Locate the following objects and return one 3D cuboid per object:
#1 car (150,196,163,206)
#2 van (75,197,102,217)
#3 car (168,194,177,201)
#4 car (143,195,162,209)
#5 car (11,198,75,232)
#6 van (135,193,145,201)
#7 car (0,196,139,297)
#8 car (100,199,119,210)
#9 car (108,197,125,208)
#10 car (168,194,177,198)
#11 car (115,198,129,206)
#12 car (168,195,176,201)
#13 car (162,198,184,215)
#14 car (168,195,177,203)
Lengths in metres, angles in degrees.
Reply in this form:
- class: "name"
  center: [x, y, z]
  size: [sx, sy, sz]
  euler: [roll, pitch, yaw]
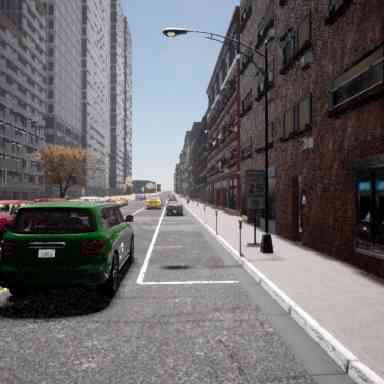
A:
- class: "car"
  center: [-5.836, 1.514, 55.369]
  size: [1.882, 1.535, 5.008]
  euler: [0, 0, -3]
- class: "van"
  center: [-10.107, 1.375, 32.738]
  size: [1.690, 1.788, 3.998]
  euler: [0, 0, -4]
- class: "car"
  center: [-5.045, 1.340, 84.014]
  size: [2.192, 1.841, 5.009]
  euler: [1, 0, -4]
- class: "car"
  center: [-5.141, 1.514, 45.181]
  size: [1.882, 1.535, 5.008]
  euler: [0, 0, -3]
- class: "car"
  center: [-9.374, 1.341, 21.469]
  size: [2.192, 1.841, 5.009]
  euler: [0, 0, -4]
- class: "van"
  center: [-13.407, 1.369, 83.448]
  size: [1.690, 1.788, 3.998]
  euler: [1, 0, -4]
- class: "car"
  center: [-2.857, 1.231, 8.822]
  size: [2.150, 2.045, 5.566]
  euler: [0, 0, -4]
- class: "car"
  center: [-10.843, 1.621, 44.007]
  size: [1.802, 1.307, 4.206]
  euler: [0, 0, -4]
- class: "car"
  center: [-11.198, 1.564, 49.472]
  size: [1.752, 1.417, 4.829]
  euler: [1, 0, -4]
- class: "car"
  center: [-3.947, 1.473, 67.113]
  size: [1.967, 1.590, 4.097]
  euler: [1, 0, -4]
- class: "car"
  center: [-11.576, 1.621, 55.276]
  size: [1.802, 1.307, 4.206]
  euler: [1, 0, -4]
- class: "car"
  center: [-5.414, 1.564, 89.651]
  size: [1.887, 1.381, 4.507]
  euler: [1, 0, -4]
- class: "car"
  center: [-1.748, 1.582, 33.301]
  size: [2.008, 1.369, 4.403]
  euler: [0, 0, -4]
- class: "car"
  center: [-4.313, 1.471, 72.746]
  size: [1.967, 1.590, 4.097]
  euler: [1, 0, -4]
